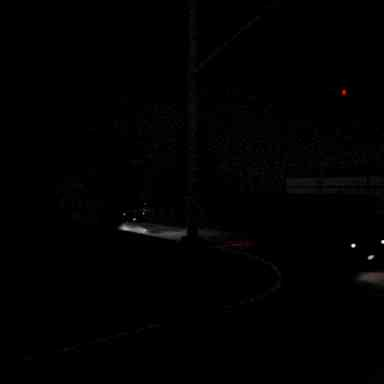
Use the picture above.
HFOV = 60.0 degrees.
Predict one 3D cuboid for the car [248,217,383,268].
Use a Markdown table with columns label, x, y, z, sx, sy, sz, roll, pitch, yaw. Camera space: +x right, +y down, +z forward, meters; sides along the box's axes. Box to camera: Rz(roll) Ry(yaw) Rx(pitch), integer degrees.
| label | x | y | z | sx | sy | sz | roll | pitch | yaw |
| --- | --- | --- | --- | --- | --- | --- | --- | --- | --- |
| car | 4.151 | 1.600 | 11.644 | 1.895 | 1.301 | 4.718 | 0 | 0 | -30 |

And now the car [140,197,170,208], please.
| label | x | y | z | sx | sy | sz | roll | pitch | yaw |
| --- | --- | --- | --- | --- | --- | --- | --- | --- | --- |
| car | -5.146 | 1.477 | 44.791 | 1.882 | 1.535 | 5.008 | 0 | 0 | 43 |

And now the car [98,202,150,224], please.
| label | x | y | z | sx | sy | sz | roll | pitch | yaw |
| --- | --- | --- | --- | --- | --- | --- | --- | --- | --- |
| car | -5.292 | 1.600 | 24.831 | 1.895 | 1.301 | 4.718 | 0 | 0 | -36 |
